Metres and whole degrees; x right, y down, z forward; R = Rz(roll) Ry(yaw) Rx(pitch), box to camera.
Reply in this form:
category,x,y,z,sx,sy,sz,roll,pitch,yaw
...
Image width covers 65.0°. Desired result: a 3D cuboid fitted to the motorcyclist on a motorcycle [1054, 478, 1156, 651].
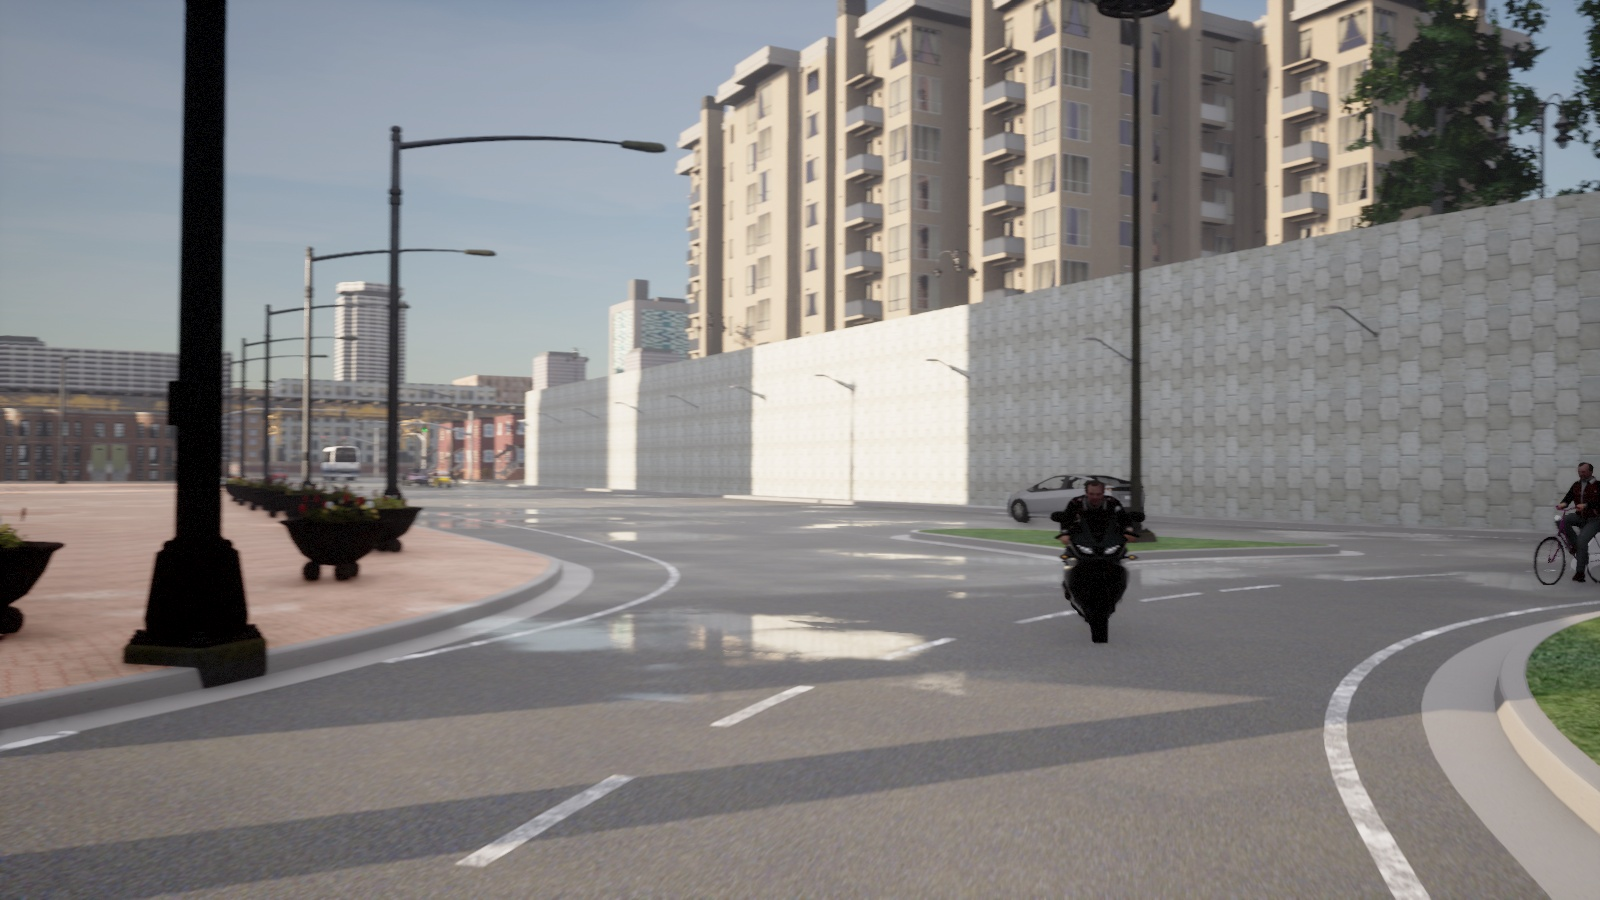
category,x,y,z,sx,sy,sz,roll,pitch,yaw
motorcyclist on a motorcycle,2.961,1.052,12.384,0.866,1.530,2.191,-1,-1,11

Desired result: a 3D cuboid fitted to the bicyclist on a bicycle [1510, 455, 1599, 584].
category,x,y,z,sx,sy,sz,roll,pitch,yaw
bicyclist on a bicycle,11.084,0.966,17.944,1.843,1.776,0.659,1,0,-24

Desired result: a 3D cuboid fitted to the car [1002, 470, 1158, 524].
category,x,y,z,sx,sy,sz,roll,pitch,yaw
car,8.416,1.386,38.093,2.007,1.525,4.514,0,-1,-33
